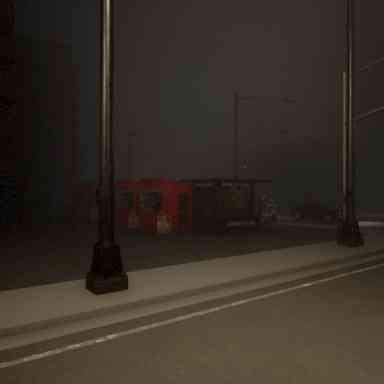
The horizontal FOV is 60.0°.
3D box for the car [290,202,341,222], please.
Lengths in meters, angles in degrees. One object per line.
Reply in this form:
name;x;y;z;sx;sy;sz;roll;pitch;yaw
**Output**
car;10.466;1.612;27.557;1.837;1.490;4.892;0;-1;-36
